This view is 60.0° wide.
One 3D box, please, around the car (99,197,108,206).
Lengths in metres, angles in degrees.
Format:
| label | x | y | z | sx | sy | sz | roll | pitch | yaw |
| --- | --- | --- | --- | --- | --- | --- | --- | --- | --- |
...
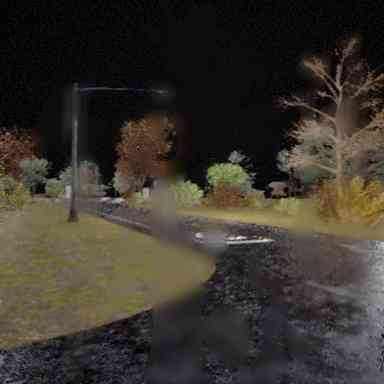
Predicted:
| label | x | y | z | sx | sy | sz | roll | pitch | yaw |
| --- | --- | --- | --- | --- | --- | --- | --- | --- | --- |
| car | -15.004 | 1.606 | 57.955 | 1.812 | 1.442 | 4.674 | 1 | -1 | -26 |

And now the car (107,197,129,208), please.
| label | x | y | z | sx | sy | sz | roll | pitch | yaw |
| --- | --- | --- | --- | --- | --- | --- | --- | --- | --- |
| car | -10.735 | 1.599 | 49.360 | 1.812 | 1.442 | 4.674 | 1 | -1 | -26 |
